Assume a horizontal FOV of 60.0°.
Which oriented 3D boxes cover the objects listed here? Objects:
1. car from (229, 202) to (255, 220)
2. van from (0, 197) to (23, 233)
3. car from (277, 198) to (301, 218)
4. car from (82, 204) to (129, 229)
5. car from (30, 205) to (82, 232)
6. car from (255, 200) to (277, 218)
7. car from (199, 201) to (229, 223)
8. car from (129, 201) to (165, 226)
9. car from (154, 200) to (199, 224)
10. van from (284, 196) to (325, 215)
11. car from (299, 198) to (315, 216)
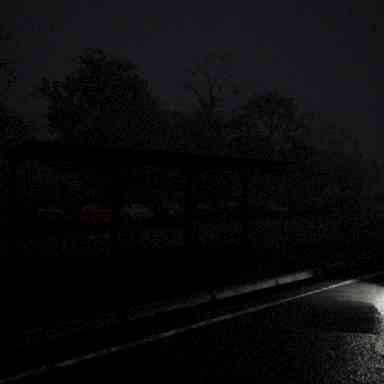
[{"bbox_3d":[2.642,1.568,28.596,2.231,1.521,4.892,0,0,-36],"label":"car"},{"bbox_3d":[-10.978,1.269,19.013,1.878,1.987,4.442,0,0,-36],"label":"van"},{"bbox_3d":[7.261,1.590,31.676,1.946,1.575,5.366,0,0,-36],"label":"car"},{"bbox_3d":[-6.391,1.518,22.141,2.097,1.535,5.008,0,0,-36],"label":"car"},{"bbox_3d":[-8.651,1.546,20.528,2.002,1.452,4.674,0,0,-36],"label":"car"},{"bbox_3d":[4.879,1.609,30.238,2.163,1.488,4.792,0,0,-36],"label":"car"},{"bbox_3d":[0.377,1.554,26.992,2.097,1.535,5.008,0,0,-36],"label":"car"},{"bbox_3d":[-4.134,1.570,23.757,2.002,1.452,4.674,0,0,-36],"label":"car"},{"bbox_3d":[-1.895,1.416,25.399,2.185,1.767,4.553,0,0,-36],"label":"car"},{"bbox_3d":[11.738,1.394,34.960,1.878,1.987,4.442,0,0,-36],"label":"van"},{"bbox_3d":[9.395,1.636,33.466,2.163,1.488,4.792,0,0,-36],"label":"car"}]
